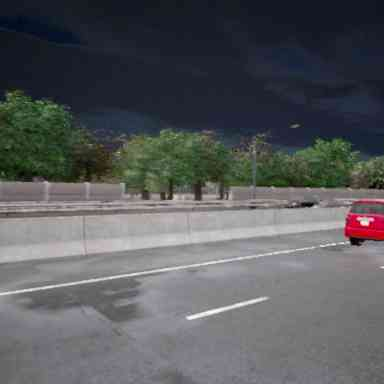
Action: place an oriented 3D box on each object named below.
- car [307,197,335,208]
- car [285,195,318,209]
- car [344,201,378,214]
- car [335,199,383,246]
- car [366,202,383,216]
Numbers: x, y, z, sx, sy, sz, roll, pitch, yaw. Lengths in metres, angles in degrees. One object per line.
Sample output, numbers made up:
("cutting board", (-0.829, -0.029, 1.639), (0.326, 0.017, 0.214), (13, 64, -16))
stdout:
("car", (17.392, 1.765, 42.342), (4.902, 1.511, 2.128), (1, 0, -36))
("car", (15.015, 1.492, 44.935), (5.566, 2.045, 2.150), (0, 0, -35))
("car", (20.490, 1.846, 40.259), (4.181, 1.385, 1.994), (1, 0, -36))
("car", (8.940, 1.331, 14.575), (5.566, 2.045, 2.150), (0, 0, -36))
("car", (21.609, 1.821, 36.753), (5.357, 1.411, 2.033), (1, 0, -36))
